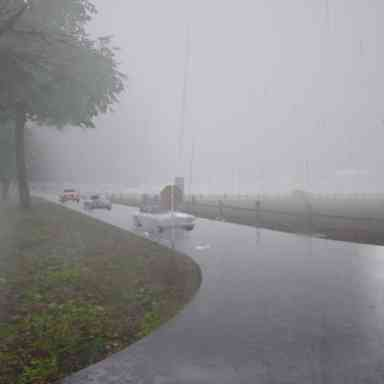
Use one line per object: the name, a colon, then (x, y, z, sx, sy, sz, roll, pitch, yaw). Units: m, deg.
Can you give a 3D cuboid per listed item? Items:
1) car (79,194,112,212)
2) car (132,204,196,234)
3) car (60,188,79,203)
car: (-8.988, 1.001, 31.407, 1.837, 1.490, 4.892, -1, 1, -28)
car: (-1.609, 1.341, 17.682, 1.895, 1.301, 4.718, -1, 1, -28)
car: (-17.484, 0.477, 47.357, 2.150, 2.045, 5.566, -1, 1, -28)
